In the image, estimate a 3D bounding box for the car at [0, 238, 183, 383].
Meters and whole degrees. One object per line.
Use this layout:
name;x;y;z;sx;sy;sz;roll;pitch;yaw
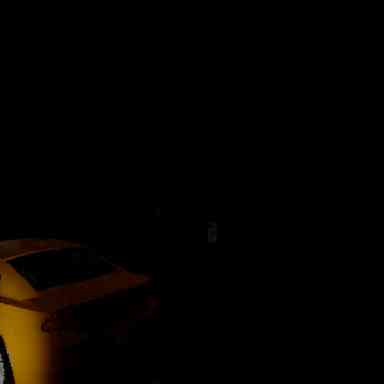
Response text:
car;-2.808;1.478;5.198;5.008;1.535;2.097;0;0;35
